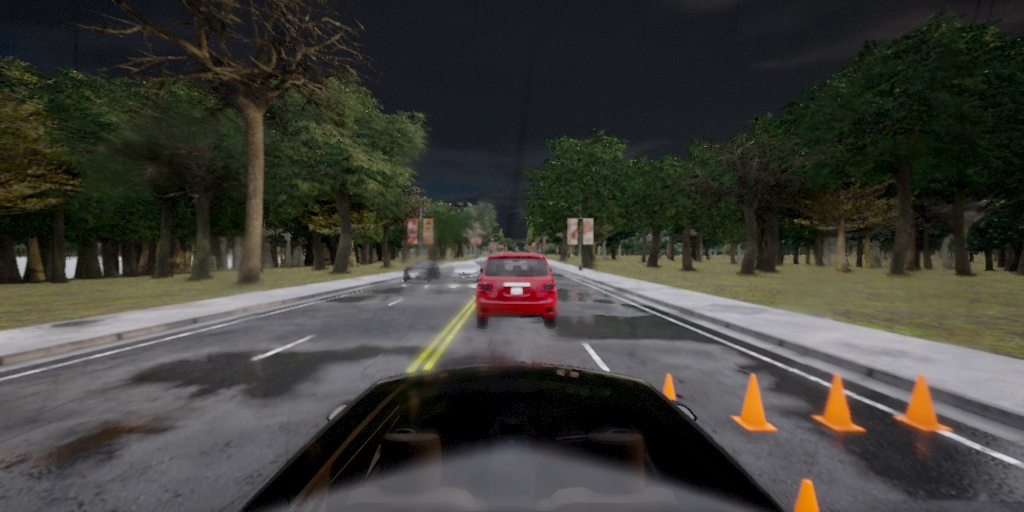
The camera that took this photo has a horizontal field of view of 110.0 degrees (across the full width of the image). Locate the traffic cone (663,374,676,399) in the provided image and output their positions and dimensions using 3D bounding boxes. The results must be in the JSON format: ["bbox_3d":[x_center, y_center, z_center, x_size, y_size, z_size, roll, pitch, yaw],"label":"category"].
[{"bbox_3d":[1.862,1.697,4.261,0.340,0.580,0.340,0,0,0],"label":"traffic cone"}]

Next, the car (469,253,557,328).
[{"bbox_3d":[0.127,0.924,11.383,2.150,2.045,5.566,0,0,0],"label":"car"}]

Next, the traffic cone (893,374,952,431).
[{"bbox_3d":[4.862,1.703,4.258,0.340,0.580,0.340,0,0,0],"label":"traffic cone"}]

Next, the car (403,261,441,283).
[{"bbox_3d":[-6.490,1.103,26.245,2.128,1.511,4.902,0,0,0],"label":"car"}]

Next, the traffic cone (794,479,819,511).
[{"bbox_3d":[1.860,1.706,2.260,0.340,0.580,0.340,0,0,0],"label":"traffic cone"}]

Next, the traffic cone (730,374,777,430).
[{"bbox_3d":[2.862,1.699,4.260,0.340,0.580,0.340,0,0,0],"label":"traffic cone"}]

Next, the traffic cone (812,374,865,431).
[{"bbox_3d":[3.862,1.701,4.259,0.340,0.580,0.340,0,0,0],"label":"traffic cone"}]

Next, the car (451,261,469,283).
[{"bbox_3d":[-3.239,1.141,26.622,1.812,1.442,4.674,0,0,0],"label":"car"}]
